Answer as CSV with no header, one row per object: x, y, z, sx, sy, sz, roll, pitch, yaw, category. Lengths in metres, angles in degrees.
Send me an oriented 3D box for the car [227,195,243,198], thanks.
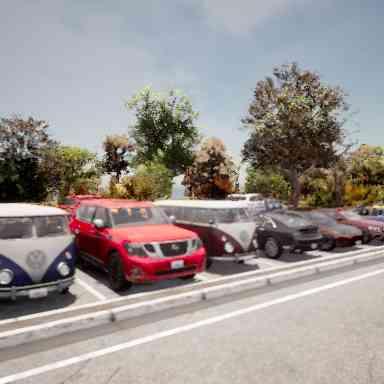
1.753,1.365,28.359,2.185,1.767,4.553,0,0,-35,car

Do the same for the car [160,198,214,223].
-0.520,1.370,26.750,2.185,1.767,4.553,0,0,-35,car

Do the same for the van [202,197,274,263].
0.308,1.286,11.130,1.878,1.987,4.442,0,0,-35,van

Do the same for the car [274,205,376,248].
4.903,1.532,14.490,2.163,1.488,4.792,0,0,-35,car

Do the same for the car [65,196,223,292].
-1.913,1.265,9.666,2.435,2.045,5.566,0,0,-35,car

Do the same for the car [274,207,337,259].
2.618,1.508,12.900,2.231,1.521,4.892,0,0,-35,car

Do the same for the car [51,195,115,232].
-7.338,1.259,21.921,2.435,2.045,5.566,0,0,-35,car

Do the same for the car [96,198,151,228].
-4.928,1.380,23.553,2.185,1.767,4.553,0,0,-35,car

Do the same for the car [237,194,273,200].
4.130,1.234,30.038,2.435,2.045,5.566,0,0,-35,car

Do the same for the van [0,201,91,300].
-4.133,1.296,7.986,1.878,1.987,4.442,0,0,-35,van

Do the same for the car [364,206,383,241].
7.156,1.537,16.123,2.002,1.452,4.674,0,0,-35,car

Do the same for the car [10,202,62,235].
-9.701,1.512,20.440,1.946,1.575,5.366,0,0,-35,car

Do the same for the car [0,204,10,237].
-11.768,1.520,18.757,2.097,1.535,5.008,0,0,-35,car

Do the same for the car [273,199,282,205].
6.438,1.355,31.599,2.185,1.767,4.553,0,0,-35,car
